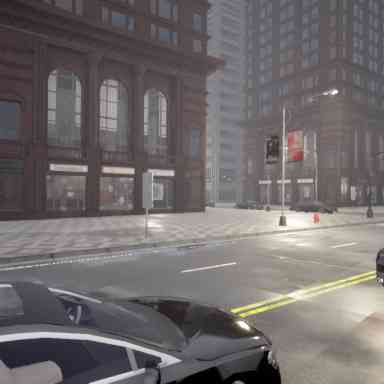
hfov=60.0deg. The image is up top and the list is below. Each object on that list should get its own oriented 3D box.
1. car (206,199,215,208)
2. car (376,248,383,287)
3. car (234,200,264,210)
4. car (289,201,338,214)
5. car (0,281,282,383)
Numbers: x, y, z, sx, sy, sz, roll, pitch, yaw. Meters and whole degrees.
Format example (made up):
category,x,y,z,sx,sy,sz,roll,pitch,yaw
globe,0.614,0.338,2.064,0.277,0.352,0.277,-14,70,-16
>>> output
category,x,y,z,sx,sy,sz,roll,pitch,yaw
car,1.690,1.746,53.780,1.882,1.535,5.008,1,-1,-35
car,6.227,1.515,7.874,4.892,1.490,1.837,0,0,-35
car,7.720,1.785,45.289,1.994,1.385,4.181,1,-1,-35
car,13.478,1.723,37.188,2.033,1.411,5.357,1,-1,-35
car,-1.387,1.492,2.450,4.902,1.511,2.128,0,0,-36
